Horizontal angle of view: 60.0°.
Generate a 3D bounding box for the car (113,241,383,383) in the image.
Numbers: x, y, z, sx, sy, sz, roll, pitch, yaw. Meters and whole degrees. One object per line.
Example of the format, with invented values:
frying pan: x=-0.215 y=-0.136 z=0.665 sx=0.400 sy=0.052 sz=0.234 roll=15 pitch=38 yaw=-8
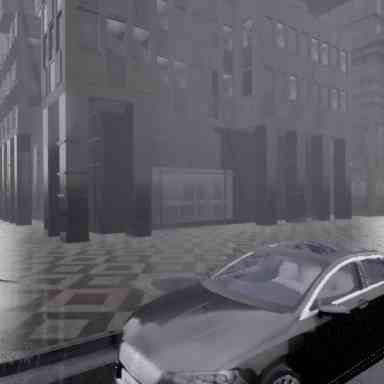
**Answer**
car: x=1.428 y=1.491 z=4.452 sx=4.902 sy=1.511 sz=2.128 roll=0 pitch=0 yaw=-36
